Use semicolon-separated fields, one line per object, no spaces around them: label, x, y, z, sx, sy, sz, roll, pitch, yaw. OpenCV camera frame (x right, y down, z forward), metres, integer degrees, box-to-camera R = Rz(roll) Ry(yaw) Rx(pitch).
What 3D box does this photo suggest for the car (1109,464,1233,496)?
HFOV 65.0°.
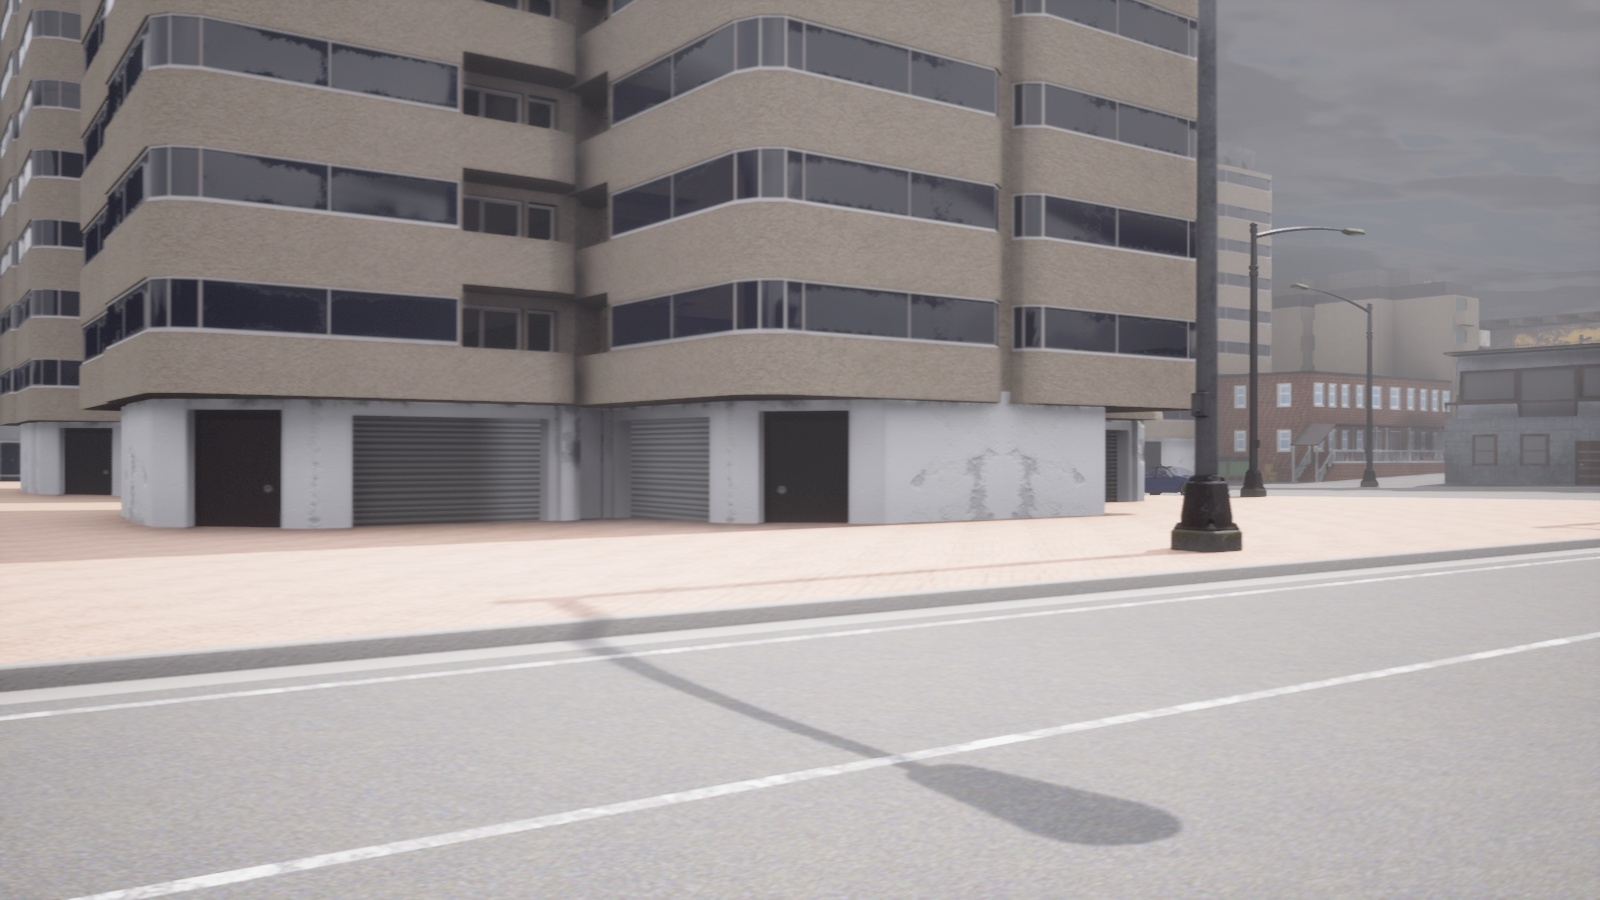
car;17.099;1.385;58.134;2.033;1.411;5.357;0;-1;-36
